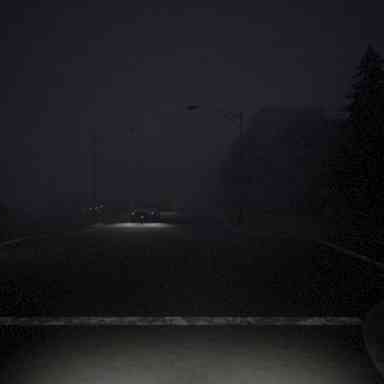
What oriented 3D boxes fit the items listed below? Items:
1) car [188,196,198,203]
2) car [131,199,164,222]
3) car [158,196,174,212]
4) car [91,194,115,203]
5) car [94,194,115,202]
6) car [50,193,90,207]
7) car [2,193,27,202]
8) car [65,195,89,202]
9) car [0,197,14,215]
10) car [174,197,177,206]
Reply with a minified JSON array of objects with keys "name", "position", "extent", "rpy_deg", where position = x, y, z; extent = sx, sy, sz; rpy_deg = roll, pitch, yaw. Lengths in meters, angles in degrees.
[{"name":"car","position":[0.175,1.490,68.677],"extent":[2.128,1.511,4.902],"rpy_deg":[0,0,0]},{"name":"car","position":[-3.576,1.525,26.310],"extent":[1.812,1.442,4.674],"rpy_deg":[0,0,0]},{"name":"car","position":[-3.555,1.477,39.590],"extent":[1.882,1.535,5.008],"rpy_deg":[0,1,0]},{"name":"car","position":[-17.602,1.167,62.027],"extent":[5.027,1.636,2.152],"rpy_deg":[0,0,0]},{"name":"car","position":[-17.920,1.246,68.445],"extent":[3.806,1.475,1.970],"rpy_deg":[0,0,0]},{"name":"car","position":[-17.204,1.112,46.327],"extent":[4.605,1.855,1.932],"rpy_deg":[0,0,0]},{"name":"car","position":[-34.983,1.111,65.182],"extent":[4.605,1.855,1.932],"rpy_deg":[0,0,0]},{"name":"car","position":[-24.965,1.311,72.114],"extent":[4.514,1.523,2.007],"rpy_deg":[0,0,0]},{"name":"car","position":[-17.358,1.388,27.744],"extent":[3.633,1.501,1.845],"rpy_deg":[0,0,0]},{"name":"car","position":[-3.505,1.476,55.446],"extent":[1.882,1.535,5.008],"rpy_deg":[0,0,0]}]
